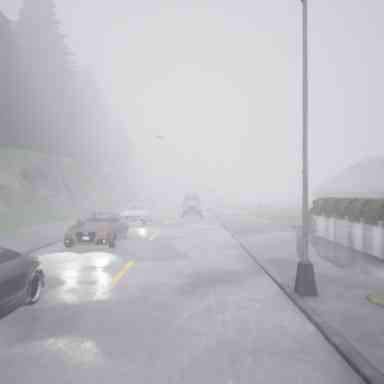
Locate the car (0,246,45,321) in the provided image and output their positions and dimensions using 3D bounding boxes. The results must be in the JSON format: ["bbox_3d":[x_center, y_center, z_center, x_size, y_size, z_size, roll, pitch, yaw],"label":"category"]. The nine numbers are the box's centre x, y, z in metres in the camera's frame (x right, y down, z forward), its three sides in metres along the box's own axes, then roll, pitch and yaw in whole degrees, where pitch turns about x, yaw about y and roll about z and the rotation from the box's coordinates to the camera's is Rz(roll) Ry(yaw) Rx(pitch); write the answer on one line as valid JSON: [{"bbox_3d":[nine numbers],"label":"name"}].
[{"bbox_3d":[-4.088,1.574,5.325,1.994,1.385,4.181,0,0,0],"label":"car"}]

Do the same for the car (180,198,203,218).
[{"bbox_3d":[0.003,1.581,31.189,1.812,1.442,4.674,0,0,0],"label":"car"}]

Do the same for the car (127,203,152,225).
[{"bbox_3d":[-4.065,1.570,24.598,1.812,1.442,4.674,0,0,1],"label":"car"}]

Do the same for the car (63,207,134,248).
[{"bbox_3d":[-4.085,1.590,14.782,1.994,1.385,4.181,0,0,0],"label":"car"}]

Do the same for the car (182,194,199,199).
[{"bbox_3d":[0.004,1.295,41.422,2.150,2.045,5.566,0,0,0],"label":"car"}]
